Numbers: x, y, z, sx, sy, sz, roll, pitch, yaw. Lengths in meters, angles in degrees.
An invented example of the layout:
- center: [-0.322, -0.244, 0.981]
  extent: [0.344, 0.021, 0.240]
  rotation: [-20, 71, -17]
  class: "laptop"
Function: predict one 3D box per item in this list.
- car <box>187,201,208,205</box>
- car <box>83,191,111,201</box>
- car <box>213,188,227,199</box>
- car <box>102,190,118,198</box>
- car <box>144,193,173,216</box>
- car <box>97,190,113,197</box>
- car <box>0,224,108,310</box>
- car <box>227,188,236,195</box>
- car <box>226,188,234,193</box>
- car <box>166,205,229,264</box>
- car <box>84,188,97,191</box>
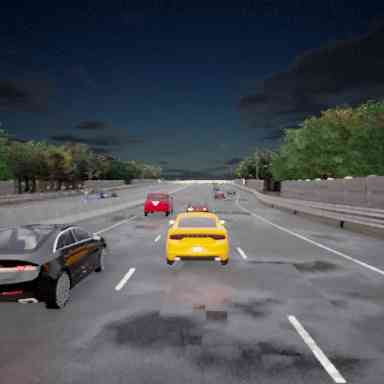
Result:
- center: [0.522, 1.453, 30.001]
  extent: [1.895, 1.301, 4.718]
  rotation: [0, 1, 2]
  class: "car"
- center: [-13.150, 1.033, 45.495]
  extent: [1.882, 1.535, 5.008]
  rotation: [0, 1, 3]
  class: "car"
- center: [5.372, 0.506, 64.985]
  extent: [1.812, 1.442, 4.674]
  rotation: [0, 2, 3]
  class: "car"
- center: [-15.732, 0.554, 63.914]
  extent: [2.128, 1.511, 4.902]
  rotation: [0, 2, 3]
  class: "car"
- center: [-2.970, 1.069, 30.357]
  extent: [2.150, 2.045, 5.566]
  rotation: [0, 1, 2]
  class: "car"
- center: [-18.776, 0.221, 71.991]
  extent: [1.895, 1.301, 4.718]
  rotation: [0, 2, 3]
  class: "car"
- center: [-3.355, 1.481, 7.763]
  extent: [2.128, 1.511, 4.902]
  rotation: [0, 0, 0]
  class: "car"
- center: [9.642, -0.065, 80.869]
  extent: [1.994, 1.385, 4.181]
  rotation: [0, 2, 5]
  class: "car"
- center: [10.343, -0.423, 90.911]
  extent: [1.895, 1.301, 4.718]
  rotation: [0, 2, 3]
  class: "car"
- center: [0.182, 1.459, 11.831]
  extent: [1.882, 1.535, 5.008]
  rotation: [0, 0, 1]
  class: "car"
- center: [-21.721, -0.016, 70.817]
  extent: [2.128, 1.511, 4.902]
  rotation: [0, 2, 0]
  class: "car"
